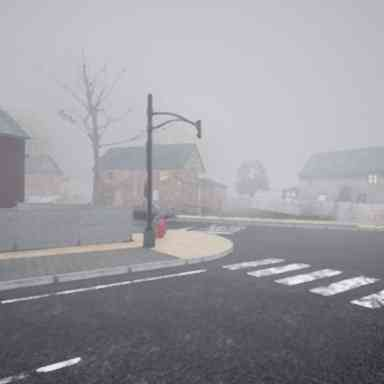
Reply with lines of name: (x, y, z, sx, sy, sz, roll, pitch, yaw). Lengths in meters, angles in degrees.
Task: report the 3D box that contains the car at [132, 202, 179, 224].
car: (-3.374, 1.480, 24.404, 4.902, 1.511, 2.128, 1, 0, 22)
